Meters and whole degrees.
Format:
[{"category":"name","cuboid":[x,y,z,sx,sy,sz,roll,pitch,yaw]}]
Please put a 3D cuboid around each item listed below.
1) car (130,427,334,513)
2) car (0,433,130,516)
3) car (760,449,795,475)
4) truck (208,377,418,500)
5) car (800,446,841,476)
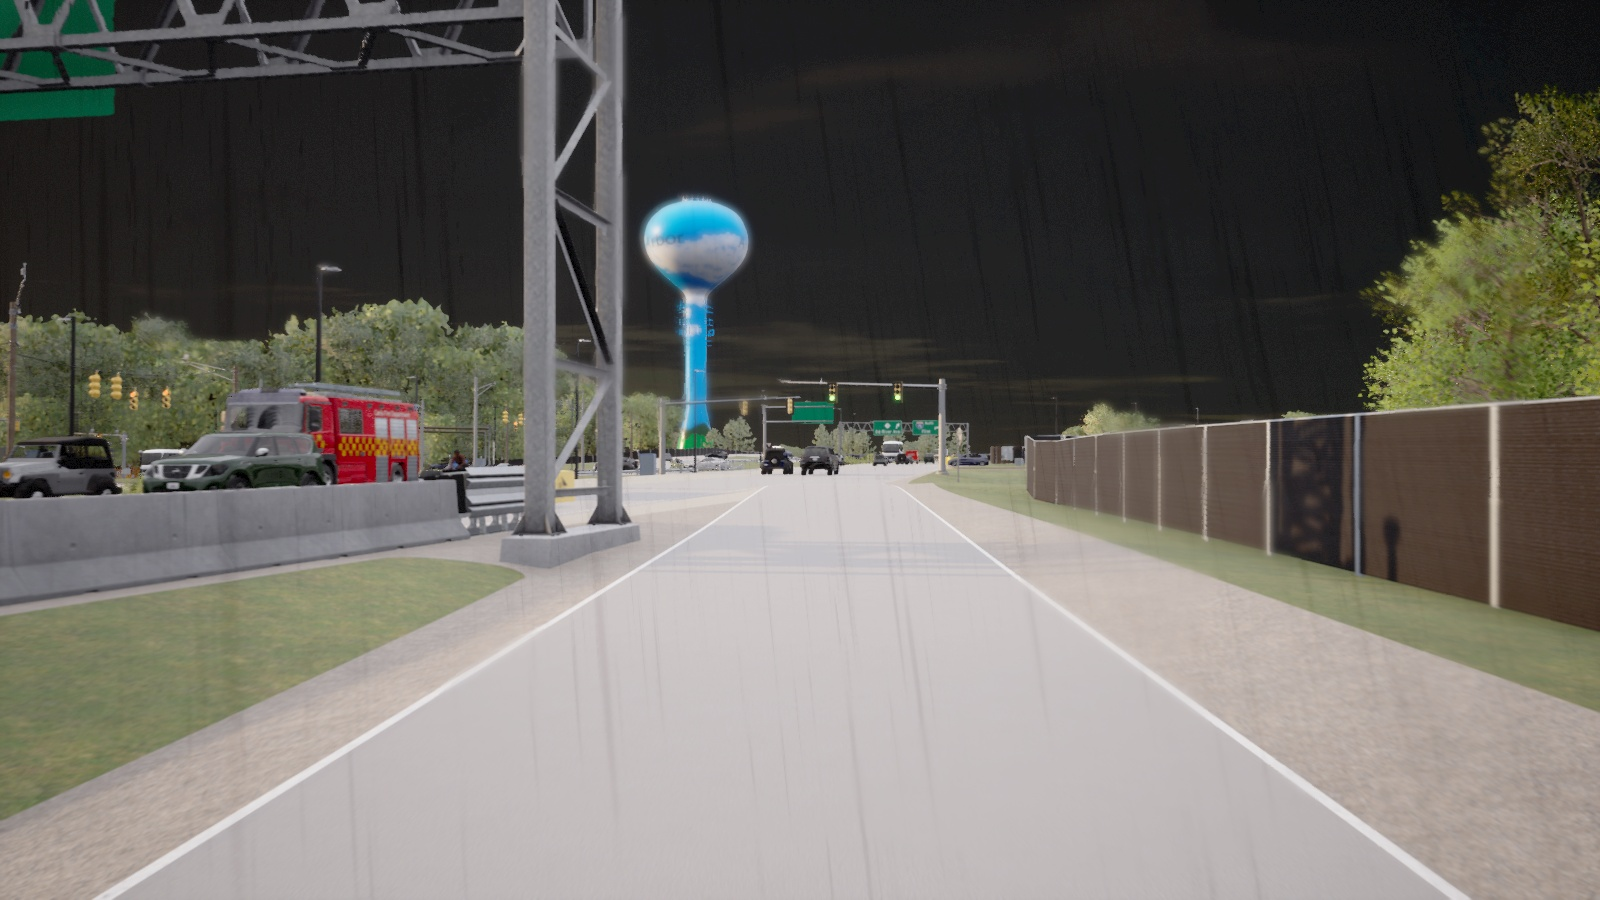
[{"category":"car","cuboid":[-14.581,0.496,32.696,2.150,2.045,5.566,0,0,9]},{"category":"car","cuboid":[-18.468,0.569,30.536,1.905,1.878,3.866,0,0,9]},{"category":"car","cuboid":[-1.616,0.858,91.996,1.905,1.878,3.866,0,0,9]},{"category":"truck","cuboid":[-16.445,-0.328,43.281,2.891,3.827,8.468,0,0,9]},{"category":"car","cuboid":[1.473,0.761,89.133,2.150,2.045,5.566,0,0,9]}]
